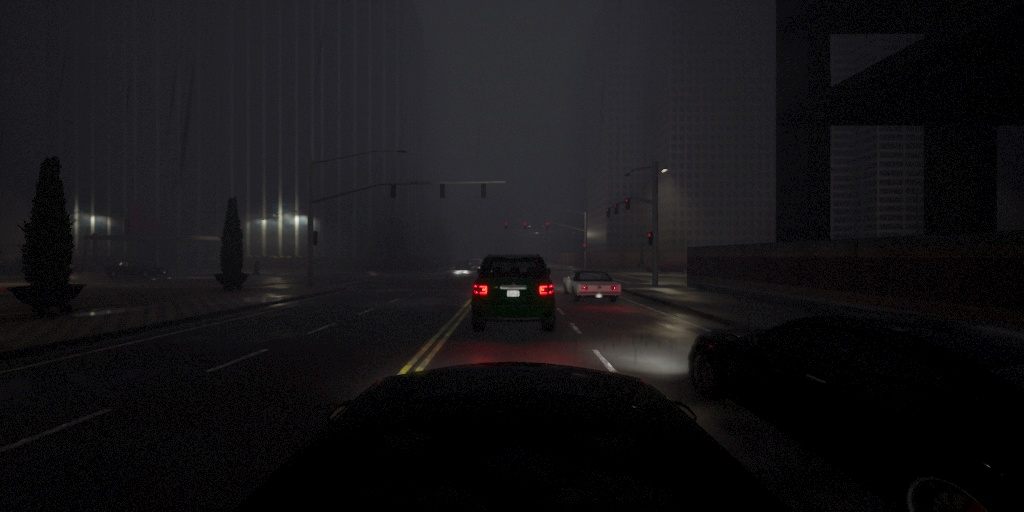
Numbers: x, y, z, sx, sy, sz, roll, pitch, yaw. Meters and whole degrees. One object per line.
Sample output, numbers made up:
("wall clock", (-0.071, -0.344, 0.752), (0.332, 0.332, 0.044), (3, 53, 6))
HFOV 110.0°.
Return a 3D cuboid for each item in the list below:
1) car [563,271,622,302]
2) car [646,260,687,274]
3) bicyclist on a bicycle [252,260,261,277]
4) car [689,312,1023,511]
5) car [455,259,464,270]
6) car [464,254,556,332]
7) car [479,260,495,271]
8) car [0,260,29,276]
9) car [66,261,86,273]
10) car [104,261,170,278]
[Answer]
("car", (3.594, 1.348, 16.975), (1.895, 1.301, 4.718), (0, 0, 0))
("car", (17.804, 1.220, 40.723), (5.008, 1.535, 1.882), (-1, 0, 0))
("bicyclist on a bicycle", (-24.643, 1.196, 34.599), (0.582, 1.620, 1.656), (0, 0, -13))
("car", (3.585, 1.275, 3.485), (1.812, 1.442, 4.674), (0, 0, 0))
("car", (-7.048, 1.232, 52.388), (2.128, 1.511, 4.902), (0, 0, 0))
("car", (0.058, 0.970, 11.057), (2.150, 2.045, 5.566), (0, 0, 1))
("car", (-3.507, 1.287, 51.667), (2.033, 1.411, 5.357), (0, 0, 0))
("car", (-50.677, 1.307, 36.612), (4.181, 1.385, 1.994), (0, 0, 3))
("car", (-50.686, 1.268, 40.125), (4.674, 1.442, 1.812), (0, 0, 0))
("car", (-34.501, 1.234, 33.064), (4.902, 1.511, 2.128), (0, 0, 0))
